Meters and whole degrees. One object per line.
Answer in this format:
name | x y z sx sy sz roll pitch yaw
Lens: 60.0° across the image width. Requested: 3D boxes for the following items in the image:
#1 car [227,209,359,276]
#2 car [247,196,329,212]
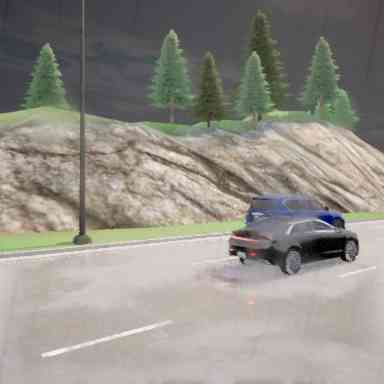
car | 3.308 1.490 10.419 4.902 1.511 2.128 0 0 -36
car | 4.993 1.219 15.931 5.566 2.045 2.150 0 0 -36
